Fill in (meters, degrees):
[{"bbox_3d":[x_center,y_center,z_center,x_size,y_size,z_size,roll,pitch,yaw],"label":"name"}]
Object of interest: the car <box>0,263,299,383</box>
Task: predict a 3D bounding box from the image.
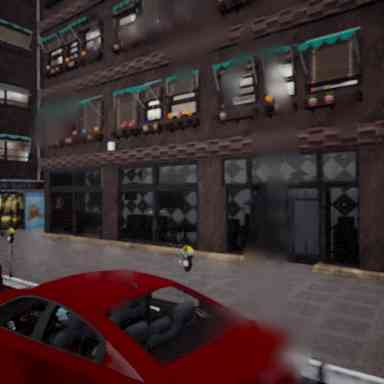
[{"bbox_3d":[-1.163,1.577,3.699,4.507,1.381,1.887,-1,0,35],"label":"car"}]
